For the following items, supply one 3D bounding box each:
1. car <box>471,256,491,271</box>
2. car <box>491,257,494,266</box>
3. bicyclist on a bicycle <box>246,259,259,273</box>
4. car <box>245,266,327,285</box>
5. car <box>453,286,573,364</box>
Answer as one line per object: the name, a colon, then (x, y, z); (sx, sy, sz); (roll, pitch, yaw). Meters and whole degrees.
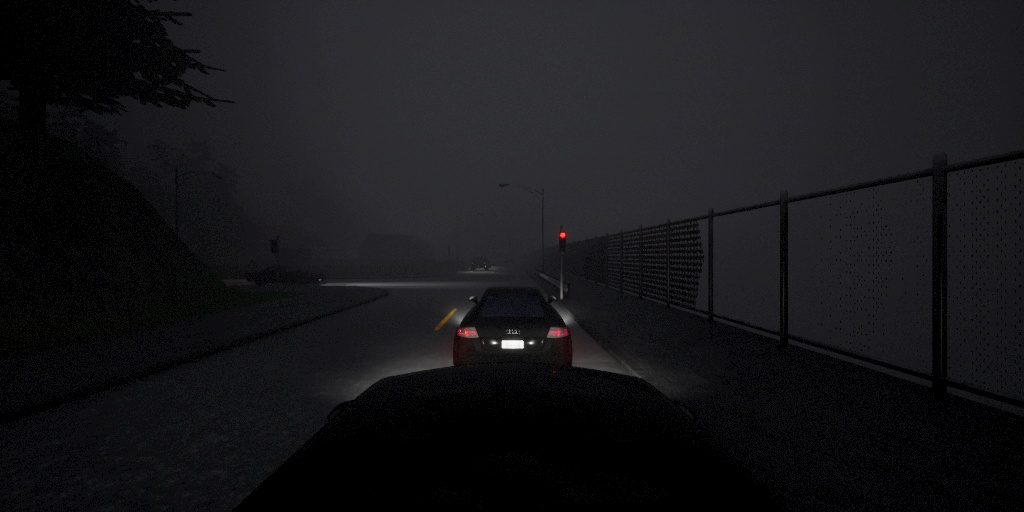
car: (-4.494, 0.972, 50.597); (2.150, 2.045, 5.566); (0, 0, 0)
car: (-4.556, 1.276, 60.514); (1.812, 1.442, 4.674); (0, 0, 0)
bicyclist on a bicycle: (-24.050, 1.099, 33.279); (0.582, 1.620, 1.656); (0, 0, 0)
car: (-15.587, 1.351, 24.948); (4.718, 1.301, 1.895); (0, 0, 0)
car: (0.018, 1.314, 7.464); (1.994, 1.385, 4.181); (0, 0, 0)
